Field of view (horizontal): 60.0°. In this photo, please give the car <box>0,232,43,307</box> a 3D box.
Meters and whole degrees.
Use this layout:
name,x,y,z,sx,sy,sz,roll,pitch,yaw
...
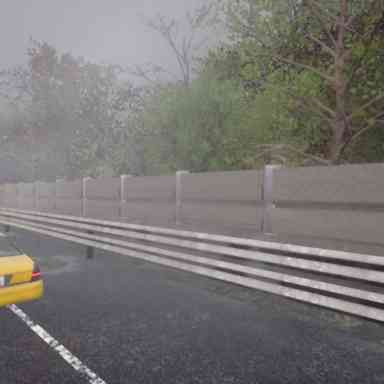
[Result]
name,x,y,z,sx,sy,sz,roll,pitch,yaw
car,-4.982,1.452,7.308,1.801,1.575,5.366,0,0,-43
